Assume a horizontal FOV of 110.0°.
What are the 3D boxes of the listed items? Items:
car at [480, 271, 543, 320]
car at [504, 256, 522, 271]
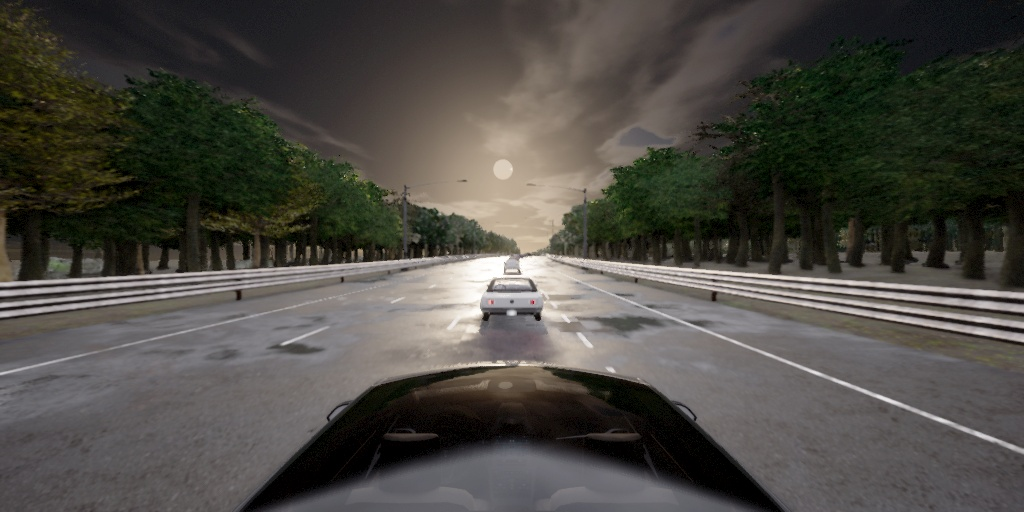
[{"bbox_3d":[-0.003,1.386,12.763,1.895,1.301,4.718,0,0,0],"label":"car"},{"bbox_3d":[-0.002,1.089,42.517,1.812,1.442,4.674,0,1,0],"label":"car"}]
